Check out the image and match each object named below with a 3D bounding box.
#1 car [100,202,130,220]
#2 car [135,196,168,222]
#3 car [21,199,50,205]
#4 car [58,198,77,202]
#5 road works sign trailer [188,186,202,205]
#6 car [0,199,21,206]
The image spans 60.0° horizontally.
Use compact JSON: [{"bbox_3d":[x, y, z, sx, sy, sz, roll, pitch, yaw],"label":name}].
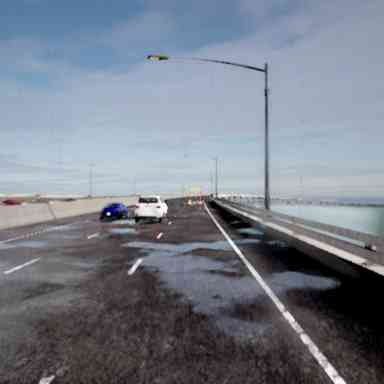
[{"bbox_3d":[-6.757,1.616,29.321,1.812,1.442,4.674,0,0,1],"label":"car"},{"bbox_3d":[-3.278,1.306,27.329,2.150,2.045,5.566,0,0,1],"label":"car"},{"bbox_3d":[-20.733,1.701,44.989,1.994,1.385,4.181,0,0,1],"label":"car"},{"bbox_3d":[-17.212,1.648,46.142,1.837,1.490,4.892,0,-1,1],"label":"car"},{"bbox_3d":[0.638,0.646,61.184,2.380,3.560,2.880,0,0,1],"label":"road works sign trailer"},{"bbox_3d":[-24.255,1.660,43.888,1.812,1.442,4.674,0,0,1],"label":"car"}]
